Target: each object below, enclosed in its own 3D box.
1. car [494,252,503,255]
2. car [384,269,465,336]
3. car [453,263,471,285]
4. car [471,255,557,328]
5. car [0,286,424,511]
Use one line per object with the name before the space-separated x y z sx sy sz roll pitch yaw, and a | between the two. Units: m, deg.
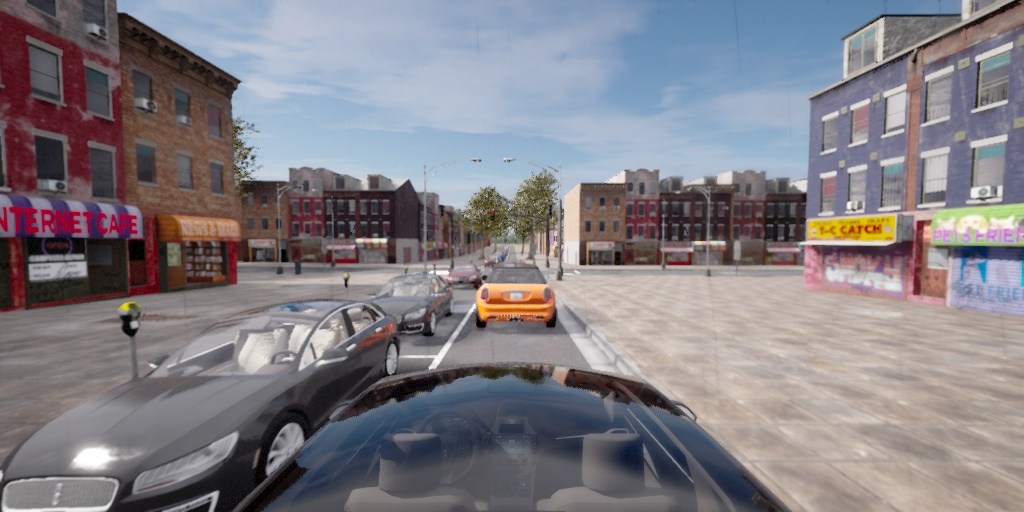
car | -2.624 0.627 47.373 1.967 1.591 4.097 0 0 0
car | -2.637 1.190 9.706 2.007 1.370 4.403 0 0 0
car | -2.634 1.081 20.599 1.802 1.307 4.207 0 0 0
car | 0.103 0.977 10.996 2.097 1.767 4.553 0 1 0
car | -2.639 1.265 4.258 2.007 1.370 4.403 0 0 0
